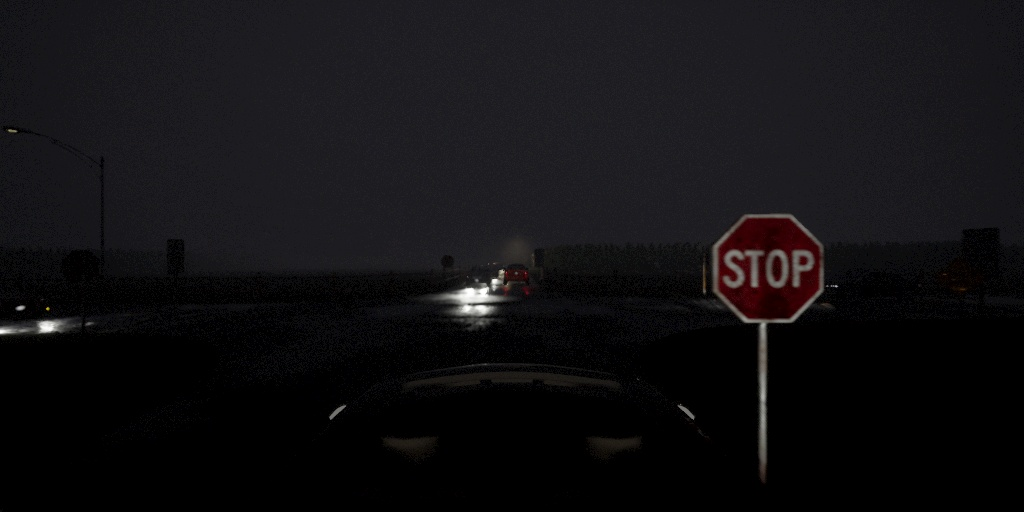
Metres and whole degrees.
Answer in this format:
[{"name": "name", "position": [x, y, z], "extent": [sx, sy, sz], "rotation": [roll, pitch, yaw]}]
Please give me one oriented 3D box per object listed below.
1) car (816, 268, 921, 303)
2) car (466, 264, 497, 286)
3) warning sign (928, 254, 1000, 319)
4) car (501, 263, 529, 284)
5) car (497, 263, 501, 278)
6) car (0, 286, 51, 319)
[{"name": "car", "position": [16.373, 1.342, 16.920], "extent": [4.902, 1.511, 2.128], "rotation": [0, 0, -6]}, {"name": "car", "position": [-2.594, 1.583, 29.104], "extent": [2.128, 1.511, 4.902], "rotation": [0, -1, 0]}, {"name": "warning sign", "position": [14.163, 0.958, 11.321], "extent": [1.060, 1.860, 1.300], "rotation": [0, 0, -6]}, {"name": "car", "position": [0.375, 1.461, 31.265], "extent": [2.097, 1.767, 4.553], "rotation": [0, -1, 1]}, {"name": "car", "position": [-2.479, 1.734, 41.878], "extent": [2.128, 1.511, 4.902], "rotation": [0, -1, 1]}, {"name": "car", "position": [-18.233, 1.536, 11.807], "extent": [4.181, 1.385, 1.994], "rotation": [0, 0, -1]}]
